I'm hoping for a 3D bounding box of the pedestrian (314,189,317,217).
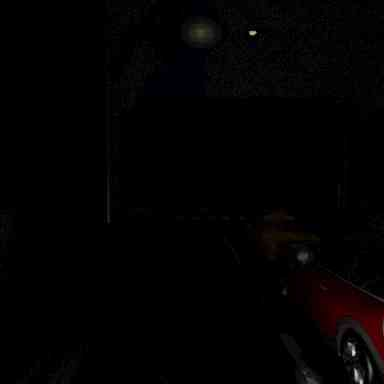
[{"bbox_3d":[7.712,0.663,20.916,0.375,1.860,0.375,0,1,0],"label":"pedestrian"}]

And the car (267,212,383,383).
[{"bbox_3d":[2.644,1.321,4.996,1.967,1.590,4.097,0,1,0],"label":"car"}]

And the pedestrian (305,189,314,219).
[{"bbox_3d":[7.013,0.671,20.316,0.375,1.860,0.375,0,1,0],"label":"pedestrian"}]

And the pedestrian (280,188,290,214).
[{"bbox_3d":[6.013,0.634,21.516,0.375,1.860,0.375,0,1,0],"label":"pedestrian"}]

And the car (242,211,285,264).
[{"bbox_3d":[2.645,1.276,10.604,1.752,1.417,4.829,0,1,0],"label":"car"}]
